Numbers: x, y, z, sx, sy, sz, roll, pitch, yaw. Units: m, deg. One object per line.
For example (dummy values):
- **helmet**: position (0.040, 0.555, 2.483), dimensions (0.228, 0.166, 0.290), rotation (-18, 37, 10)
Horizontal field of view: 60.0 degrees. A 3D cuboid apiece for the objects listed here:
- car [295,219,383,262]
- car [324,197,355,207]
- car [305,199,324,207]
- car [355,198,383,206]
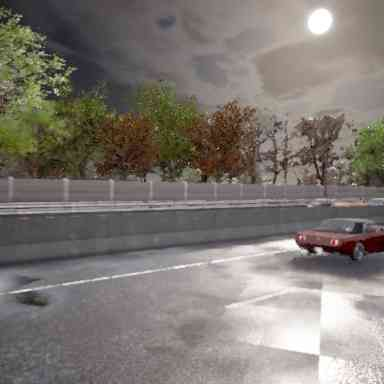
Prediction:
- **car**: position (6.039, 1.641, 12.365), dimensions (4.718, 1.301, 1.895), rotation (0, 0, -35)
- **car**: position (17.760, 1.493, 38.151), dimensions (4.553, 1.767, 2.097), rotation (0, 0, -35)
- **car**: position (16.059, 1.634, 41.233), dimensions (4.902, 1.511, 2.128), rotation (0, 0, -35)
- **car**: position (19.831, 1.493, 35.329), dimensions (4.553, 1.767, 2.097), rotation (0, 0, -35)
